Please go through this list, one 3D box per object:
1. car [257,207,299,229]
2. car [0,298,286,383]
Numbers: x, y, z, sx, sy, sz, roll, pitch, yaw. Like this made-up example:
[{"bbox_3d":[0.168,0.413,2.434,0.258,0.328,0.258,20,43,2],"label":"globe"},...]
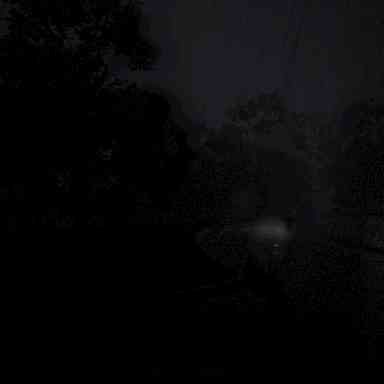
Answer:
[{"bbox_3d":[6.204,1.796,23.750,1.994,1.385,4.181,0,-1,33],"label":"car"},{"bbox_3d":[-1.802,1.542,2.027,5.357,1.411,2.033,1,0,-28],"label":"car"}]
